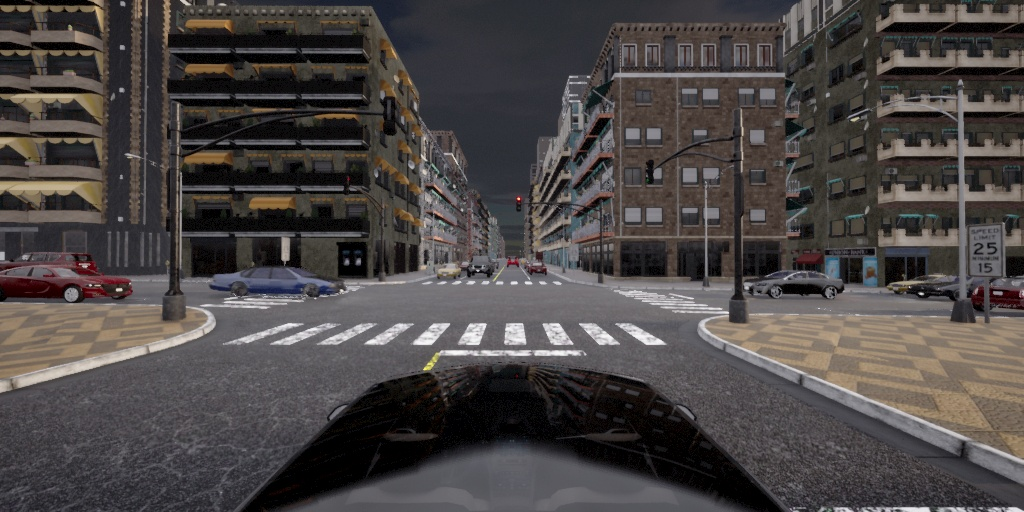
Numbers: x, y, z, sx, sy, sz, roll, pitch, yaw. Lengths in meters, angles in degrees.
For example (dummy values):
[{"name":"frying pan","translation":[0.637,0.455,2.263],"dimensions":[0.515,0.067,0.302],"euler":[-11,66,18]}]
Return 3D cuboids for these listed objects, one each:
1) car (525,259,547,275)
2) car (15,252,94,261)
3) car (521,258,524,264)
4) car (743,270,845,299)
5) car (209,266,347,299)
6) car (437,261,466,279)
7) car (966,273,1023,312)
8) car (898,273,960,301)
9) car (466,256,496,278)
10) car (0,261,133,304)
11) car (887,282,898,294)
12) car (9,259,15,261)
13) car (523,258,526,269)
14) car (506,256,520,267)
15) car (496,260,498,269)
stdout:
[{"name":"car","translation":[2.726,1.303,38.297],"dimensions":[1.888,1.381,4.507],"euler":[0,0,0]},{"name":"car","translation":[-28.627,0.686,21.969],"dimensions":[5.009,1.841,2.192],"euler":[0,0,0]},{"name":"car","translation":[2.741,1.346,54.868],"dimensions":[1.802,1.307,4.207],"euler":[0,0,0]},{"name":"car","translation":[15.323,1.522,19.678],"dimensions":[4.902,1.511,2.128],"euler":[1,-1,-1]},{"name":"car","translation":[-10.740,1.172,16.737],"dimensions":[5.357,1.411,2.033],"euler":[2,-1,-7]},{"name":"car","translation":[-5.660,1.282,32.626],"dimensions":[1.751,1.417,4.829],"euler":[0,0,0]},{"name":"car","translation":[20.846,1.500,13.950],"dimensions":[4.097,1.591,1.967],"euler":[0,0,0]},{"name":"car","translation":[25.182,1.732,19.739],"dimensions":[5.357,1.411,2.033],"euler":[1,-1,0]},{"name":"car","translation":[-3.068,0.979,35.202],"dimensions":[2.150,2.045,5.566],"euler":[0,0,0]},{"name":"car","translation":[-17.251,1.011,13.664],"dimensions":[4.507,1.381,1.888],"euler":[0,0,0]},{"name":"car","translation":[26.266,1.755,22.300],"dimensions":[4.829,1.417,1.751],"euler":[0,0,0]},{"name":"car","translation":[-26.722,0.891,16.197],"dimensions":[5.357,1.411,2.033],"euler":[1,-1,0]},{"name":"car","translation":[2.731,1.200,43.821],"dimensions":[1.967,1.591,4.097],"euler":[0,0,0]},{"name":"car","translation":[0.159,0.989,64.530],"dimensions":[2.150,2.045,5.566],"euler":[0,0,0]},{"name":"car","translation":[-3.057,1.265,45.241],"dimensions":[1.837,1.490,4.892],"euler":[0,0,0]}]
